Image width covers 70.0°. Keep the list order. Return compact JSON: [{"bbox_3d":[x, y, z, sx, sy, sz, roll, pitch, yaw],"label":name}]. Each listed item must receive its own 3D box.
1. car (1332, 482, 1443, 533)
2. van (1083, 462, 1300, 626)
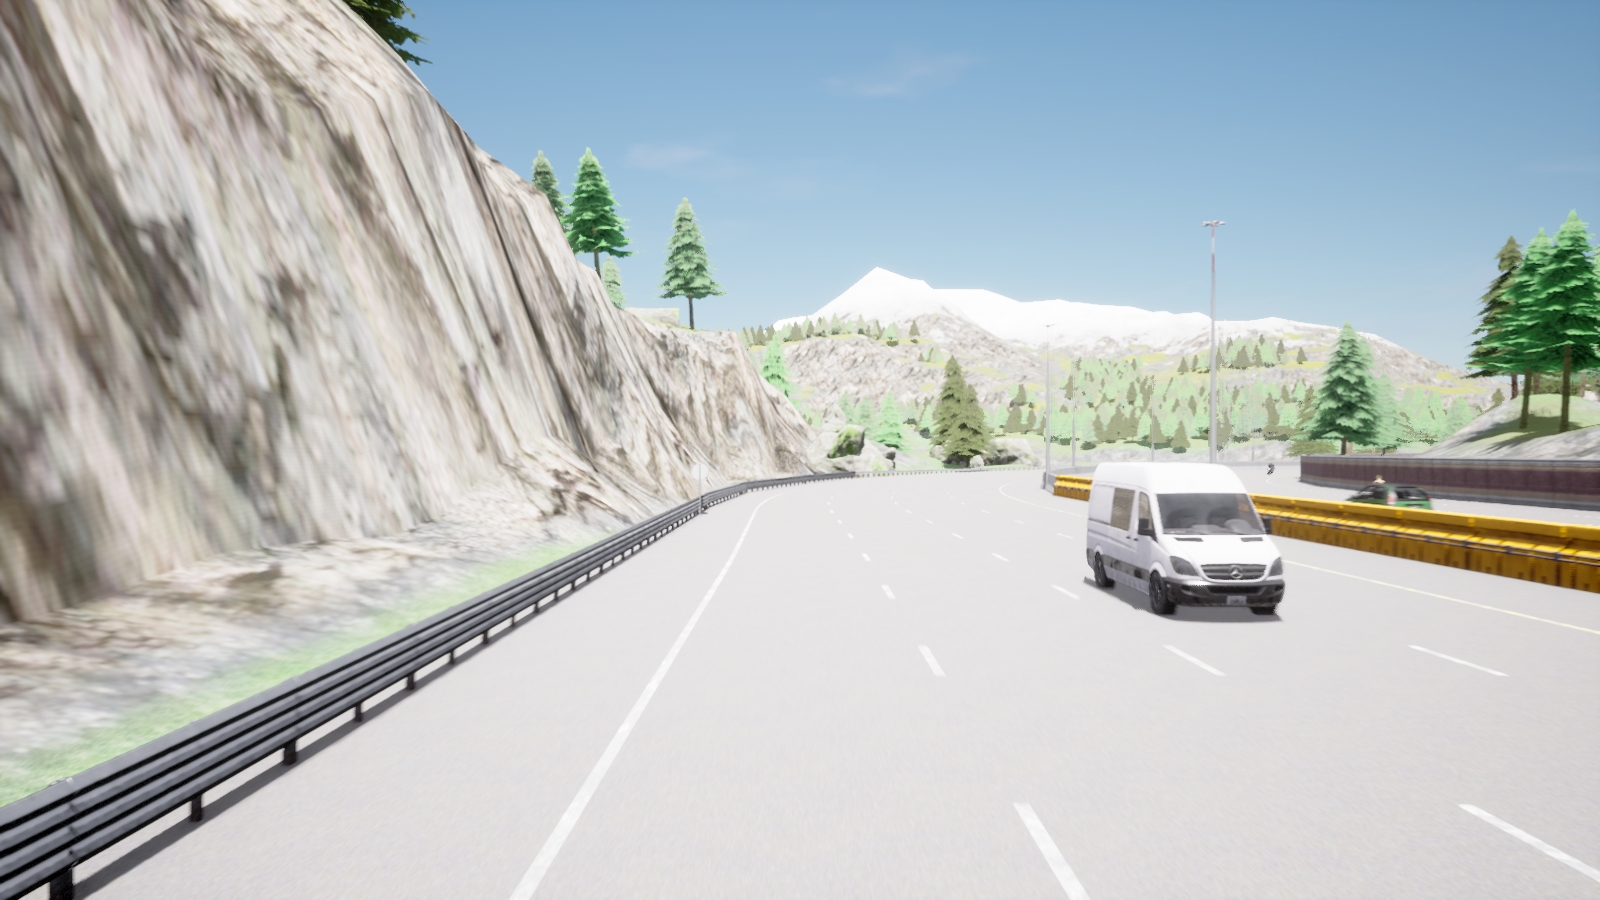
[{"bbox_3d":[20.846,2.001,40.719,1.851,1.617,3.988,0,0,-1],"label":"car"},{"bbox_3d":[6.997,1.535,21.230,1.988,2.561,5.915,0,0,0],"label":"van"}]
